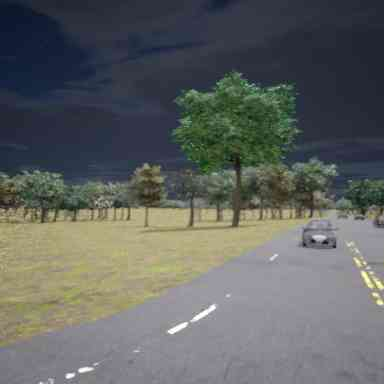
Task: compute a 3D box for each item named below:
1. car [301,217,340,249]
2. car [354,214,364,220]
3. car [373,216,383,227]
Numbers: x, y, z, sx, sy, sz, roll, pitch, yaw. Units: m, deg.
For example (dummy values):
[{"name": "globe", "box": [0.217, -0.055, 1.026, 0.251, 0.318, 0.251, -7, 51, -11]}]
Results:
[{"name": "car", "box": [7.757, 2.465, 20.110, 2.128, 1.511, 4.902, 0, -3, 23]}, {"name": "car", "box": [40.685, 6.127, 80.968, 1.812, 1.442, 4.674, 0, -3, 23]}, {"name": "car", "box": [25.445, 3.969, 44.377, 2.033, 1.411, 5.357, 0, -3, 23]}]
